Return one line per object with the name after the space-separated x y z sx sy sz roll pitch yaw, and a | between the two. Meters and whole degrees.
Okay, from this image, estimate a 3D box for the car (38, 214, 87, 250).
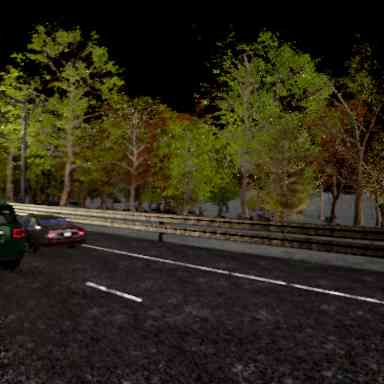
-6.685 1.662 14.391 5.357 1.411 2.033 0 -1 40 | car

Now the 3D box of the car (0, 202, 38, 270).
-7.196 1.276 10.237 5.566 2.045 2.150 0 -1 40 | car
